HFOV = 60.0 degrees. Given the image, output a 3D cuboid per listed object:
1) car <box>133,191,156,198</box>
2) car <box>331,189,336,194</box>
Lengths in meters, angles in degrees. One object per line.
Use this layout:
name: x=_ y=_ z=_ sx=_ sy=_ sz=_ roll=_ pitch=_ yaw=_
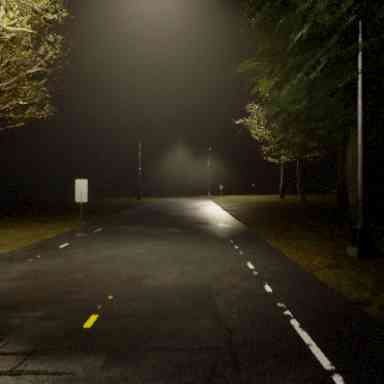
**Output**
car: x=-9.776 y=0.522 z=68.596 sx=4.718 sy=1.301 sz=1.895 roll=-1 pitch=-1 yaw=0
car: x=34.561 y=-0.355 z=76.260 sx=5.008 sy=1.535 sz=1.882 roll=-1 pitch=-1 yaw=-1
